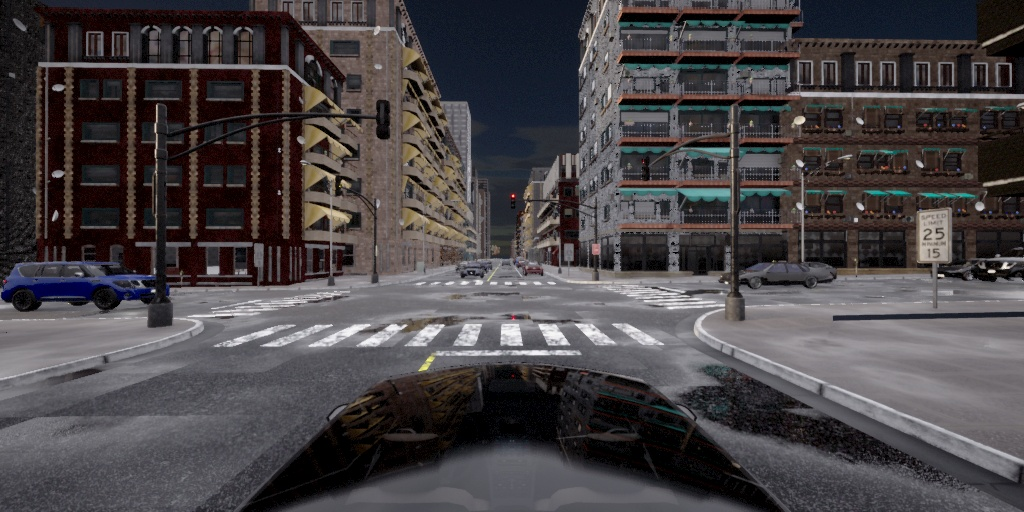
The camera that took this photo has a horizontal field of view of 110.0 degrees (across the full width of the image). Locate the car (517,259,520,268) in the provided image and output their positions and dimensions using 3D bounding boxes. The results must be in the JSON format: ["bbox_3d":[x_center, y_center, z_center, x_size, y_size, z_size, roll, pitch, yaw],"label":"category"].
[{"bbox_3d":[2.025,1.309,42.273,2.007,1.370,4.403,0,0,-1],"label":"car"}]

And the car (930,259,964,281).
[{"bbox_3d":[29.262,0.832,22.681,4.313,1.339,1.948,0,0,-1],"label":"car"}]

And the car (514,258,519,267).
[{"bbox_3d":[1.747,1.347,58.874,1.802,1.307,4.207,0,0,-1],"label":"car"}]

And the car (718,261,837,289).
[{"bbox_3d":[14.446,1.042,19.771,5.357,1.411,2.033,-1,0,-1],"label":"car"}]

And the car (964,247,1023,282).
[{"bbox_3d":[29.568,0.474,20.097,5.566,2.045,2.150,-1,0,-1],"label":"car"}]

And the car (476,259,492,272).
[{"bbox_3d":[-3.783,1.360,43.531,1.895,1.301,4.718,0,0,-1],"label":"car"}]

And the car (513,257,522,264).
[{"bbox_3d":[1.655,1.350,64.407,1.802,1.307,4.207,0,0,-1],"label":"car"}]

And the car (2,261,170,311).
[{"bbox_3d":[-18.657,1.244,15.855,5.566,2.045,2.150,-1,0,-1],"label":"car"}]

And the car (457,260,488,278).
[{"bbox_3d":[-3.619,1.320,33.638,1.994,1.385,4.181,0,0,-1],"label":"car"}]

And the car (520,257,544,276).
[{"bbox_3d":[2.118,1.197,36.740,1.967,1.591,4.097,0,0,-1],"label":"car"}]
